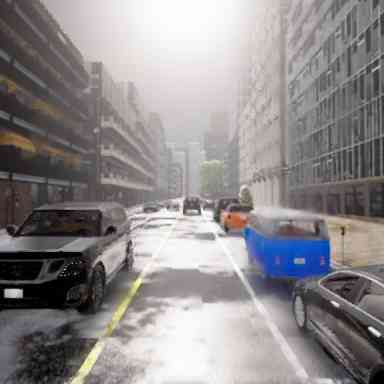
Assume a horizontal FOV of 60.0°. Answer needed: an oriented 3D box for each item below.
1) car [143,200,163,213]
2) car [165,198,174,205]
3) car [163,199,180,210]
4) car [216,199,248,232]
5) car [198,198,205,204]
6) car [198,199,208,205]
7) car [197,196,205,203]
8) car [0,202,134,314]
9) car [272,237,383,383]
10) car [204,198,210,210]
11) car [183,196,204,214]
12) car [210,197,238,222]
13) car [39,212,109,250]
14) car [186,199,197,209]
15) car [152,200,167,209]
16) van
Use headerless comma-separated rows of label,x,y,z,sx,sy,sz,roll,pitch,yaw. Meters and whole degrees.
car,-5.327,1.951,43.825,1.947,1.339,4.313,1,-1,0
car,-5.294,2.216,77.534,1.752,1.417,4.829,1,-1,0
car,-2.846,1.928,49.566,2.128,1.511,4.902,0,-1,0
car,2.982,1.542,21.689,2.097,1.767,4.553,0,-1,0
car,2.551,2.341,88.916,1.887,1.381,4.507,1,-1,0
car,2.553,2.242,77.613,2.008,1.369,4.403,1,-1,0
car,2.586,2.164,94.570,2.192,1.841,5.009,1,-1,0
car,-2.853,1.292,8.091,2.150,2.045,5.566,0,0,0
car,2.574,1.588,4.135,2.008,1.369,4.403,1,0,0
car,2.562,1.875,49.353,1.967,1.590,4.097,1,-1,0
car,0.025,1.584,41.414,2.150,2.045,5.566,0,0,1
car,2.973,1.480,28.751,2.150,2.045,5.566,0,0,0
car,-5.310,1.718,15.594,1.802,1.307,4.206,1,0,0
car,0.006,2.006,56.920,1.837,1.490,4.892,0,-1,1
car,-5.295,2.037,55.118,2.008,1.369,4.403,1,-1,0
van,2.575,1.427,9.789,1.690,1.788,3.998,1,0,0
